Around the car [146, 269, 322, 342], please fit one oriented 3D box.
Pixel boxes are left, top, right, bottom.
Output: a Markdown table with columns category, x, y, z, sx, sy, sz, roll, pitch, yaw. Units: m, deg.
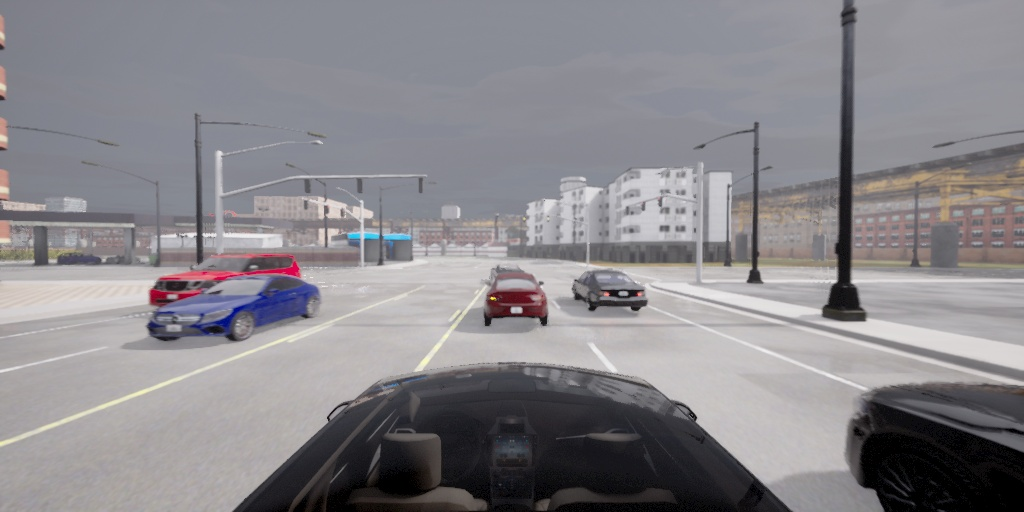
| category | x | y | z | sx | sy | sz | roll | pitch | yaw |
| --- | --- | --- | --- | --- | --- | --- | --- | --- | --- |
| car | -7.057 | 1.243 | 9.820 | 1.812 | 1.442 | 4.674 | 0 | 0 | 0 |

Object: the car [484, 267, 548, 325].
| category | x | y | z | sx | sy | sz | roll | pitch | yaw |
| --- | --- | --- | --- | --- | --- | --- | --- | --- | --- |
| car | 0.093 | 1.240 | 11.596 | 1.812 | 1.442 | 4.674 | 0 | 0 | -1 |

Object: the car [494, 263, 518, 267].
| category | x | y | z | sx | sy | sz | roll | pitch | yaw |
| --- | --- | --- | --- | --- | --- | --- | --- | --- | --- |
| car | -0.450 | 1.168 | 25.234 | 1.895 | 1.301 | 4.718 | 0 | 1 | -10 |

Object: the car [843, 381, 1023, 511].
| category | x | y | z | sx | sy | sz | roll | pitch | yaw |
| --- | --- | --- | --- | --- | --- | --- | --- | --- | --- |
| car | 3.600 | 1.243 | 0.875 | 2.128 | 1.511 | 4.902 | 0 | 0 | 0 |

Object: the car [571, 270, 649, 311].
| category | x | y | z | sx | sy | sz | roll | pitch | yaw |
| --- | --- | --- | --- | --- | --- | --- | --- | --- | --- |
| car | 3.611 | 1.246 | 14.148 | 2.033 | 1.411 | 5.357 | 0 | 0 | 0 |

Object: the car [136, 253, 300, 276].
| category | x | y | z | sx | sy | sz | roll | pitch | yaw |
| --- | --- | --- | --- | --- | --- | --- | --- | --- | --- |
| car | -10.522 | 0.914 | 13.895 | 2.150 | 2.045 | 5.566 | 0 | 0 | 1 |
